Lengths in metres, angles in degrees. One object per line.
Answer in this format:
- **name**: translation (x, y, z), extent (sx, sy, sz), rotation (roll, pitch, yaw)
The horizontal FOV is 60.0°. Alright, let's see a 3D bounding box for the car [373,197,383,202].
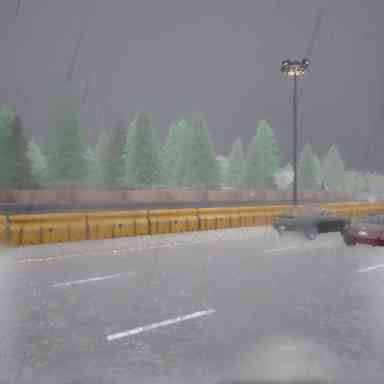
- **car**: translation (37.334, 1.572, 65.788), extent (1.895, 1.301, 4.718), rotation (0, 0, 41)

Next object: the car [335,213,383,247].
- **car**: translation (8.263, 1.569, 14.056), extent (4.181, 1.385, 1.994), rotation (0, 0, -35)

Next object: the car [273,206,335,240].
- **car**: translation (6.234, 1.492, 16.908), extent (4.902, 1.511, 2.128), rotation (0, 0, -35)

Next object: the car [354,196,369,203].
- **car**: translation (34.653, 1.504, 68.036), extent (2.128, 1.511, 4.902), rotation (0, 0, 41)
